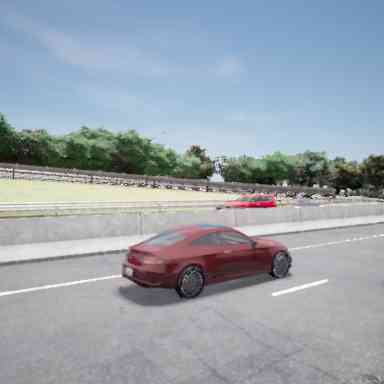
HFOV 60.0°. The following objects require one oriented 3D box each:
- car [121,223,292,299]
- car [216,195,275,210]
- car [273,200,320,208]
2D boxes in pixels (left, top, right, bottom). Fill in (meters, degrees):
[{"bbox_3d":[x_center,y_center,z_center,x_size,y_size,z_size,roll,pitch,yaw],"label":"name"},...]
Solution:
[{"bbox_3d":[0.526,1.531,8.436,4.674,1.442,1.812,0,0,-36],"label":"car"},{"bbox_3d":[5.114,1.244,29.134,5.566,2.045,2.150,0,0,-35],"label":"car"},{"bbox_3d":[9.269,1.551,27.797,4.674,1.442,1.812,0,0,-35],"label":"car"}]
